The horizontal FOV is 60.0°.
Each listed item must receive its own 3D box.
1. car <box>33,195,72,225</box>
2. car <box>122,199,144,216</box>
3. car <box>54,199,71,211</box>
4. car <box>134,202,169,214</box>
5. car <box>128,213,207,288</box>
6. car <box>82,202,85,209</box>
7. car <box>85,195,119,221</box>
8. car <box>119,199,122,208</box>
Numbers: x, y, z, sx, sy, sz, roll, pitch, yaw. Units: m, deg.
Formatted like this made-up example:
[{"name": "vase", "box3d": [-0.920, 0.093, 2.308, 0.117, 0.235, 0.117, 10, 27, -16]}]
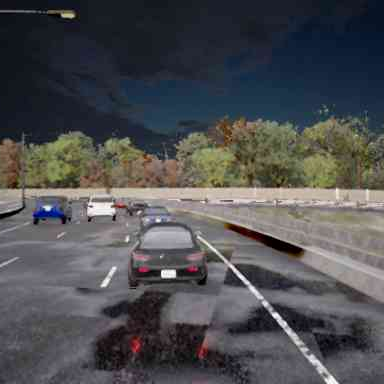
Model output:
[{"name": "car", "box3d": [-10.371, 1.254, 24.996, 2.150, 2.045, 5.566, 0, 0, -15]}, {"name": "car", "box3d": [-5.596, 1.543, 33.453, 1.837, 1.490, 4.892, 0, 0, -17]}, {"name": "car", "box3d": [-16.732, 1.656, 42.929, 1.895, 1.301, 4.718, 0, 0, -24]}, {"name": "car", "box3d": [-2.262, 1.570, 20.217, 2.033, 1.411, 5.357, 0, 0, -11]}, {"name": "car", "box3d": [-0.680, 1.536, 9.180, 1.812, 1.442, 4.674, 0, 0, -5]}, {"name": "car", "box3d": [-13.168, 1.600, 43.558, 2.033, 1.411, 5.357, 0, 0, -25]}, {"name": "car", "box3d": [-7.522, 1.257, 27.829, 2.150, 2.045, 5.566, 0, 0, -15]}, {"name": "car", "box3d": [-9.765, 1.615, 44.403, 1.994, 1.385, 4.181, 0, 0, -23]}]
